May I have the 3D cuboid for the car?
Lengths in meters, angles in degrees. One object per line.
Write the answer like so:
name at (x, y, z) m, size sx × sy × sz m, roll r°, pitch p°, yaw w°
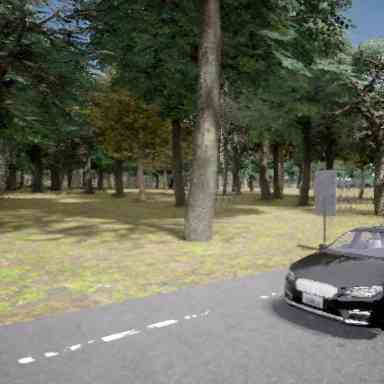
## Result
car at (3.947, 1.492, 6.810) m, size 4.902 × 1.511 × 2.128 m, roll 0°, pitch 0°, yaw -36°
